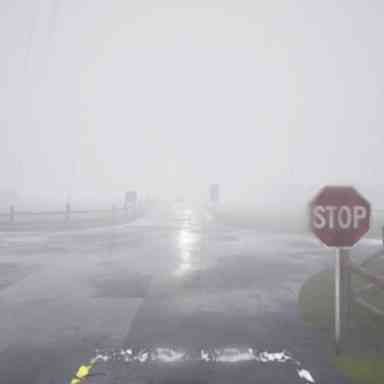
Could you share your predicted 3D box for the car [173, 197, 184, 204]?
[{"bbox_3d":[-2.584,1.653,65.583,1.994,1.385,4.181,0,0,0],"label":"car"}]
